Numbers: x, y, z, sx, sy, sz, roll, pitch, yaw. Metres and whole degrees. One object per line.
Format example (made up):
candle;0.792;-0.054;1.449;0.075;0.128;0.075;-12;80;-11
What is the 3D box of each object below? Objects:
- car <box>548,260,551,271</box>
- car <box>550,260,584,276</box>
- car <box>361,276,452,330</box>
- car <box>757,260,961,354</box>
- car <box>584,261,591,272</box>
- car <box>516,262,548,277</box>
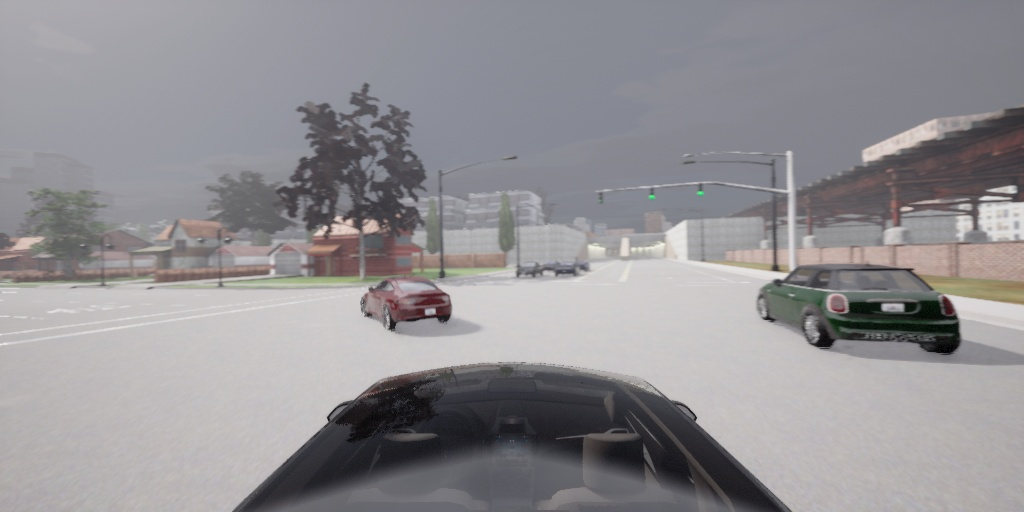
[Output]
car;4.913;1.233;44.257;2.033;1.411;5.357;-1;0;20
car;5.474;1.232;35.072;1.994;1.385;4.181;-1;0;19
car;-3.508;1.374;11.624;1.812;1.442;4.674;-1;0;-34
car;7.648;0.950;8.567;2.097;1.767;4.553;-1;0;19
car;8.293;1.208;43.362;1.895;1.301;4.718;-1;0;19
car;1.811;1.279;35.183;1.812;1.442;4.674;-1;0;19
